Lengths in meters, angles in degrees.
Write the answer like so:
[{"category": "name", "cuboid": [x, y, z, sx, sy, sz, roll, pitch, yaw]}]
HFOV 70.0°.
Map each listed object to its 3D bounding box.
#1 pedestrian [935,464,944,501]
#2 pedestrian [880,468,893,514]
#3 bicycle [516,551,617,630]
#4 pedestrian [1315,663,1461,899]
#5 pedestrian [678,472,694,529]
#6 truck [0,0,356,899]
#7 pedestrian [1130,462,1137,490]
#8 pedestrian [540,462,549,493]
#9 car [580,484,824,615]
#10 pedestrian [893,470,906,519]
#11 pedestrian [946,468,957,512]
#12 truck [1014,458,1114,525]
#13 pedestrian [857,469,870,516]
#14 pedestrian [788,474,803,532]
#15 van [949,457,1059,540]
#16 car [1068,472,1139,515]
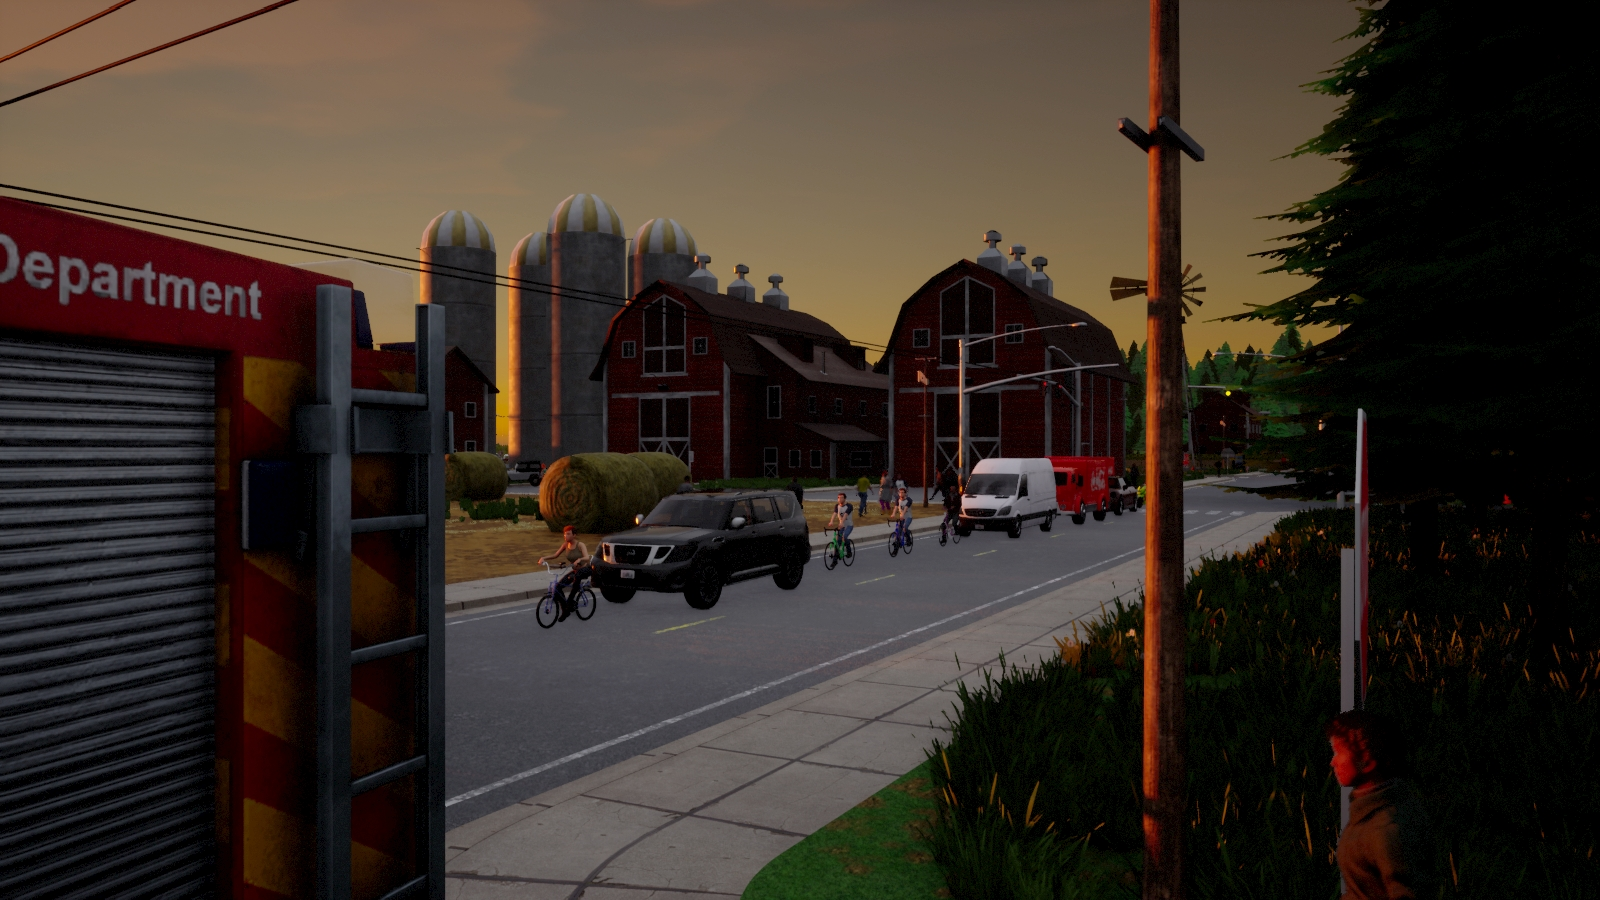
[{"category": "pedestrian", "cuboid": [7.144, 1.670, 58.421, 0.375, 1.860, 0.375, 0, 0, 23]}, {"category": "pedestrian", "cuboid": [3.535, 1.676, 46.603, 0.375, 1.860, 0.375, 0, 0, 34]}, {"category": "bicycle", "cuboid": [-3.780, 2.256, 18.561, 0.859, 1.080, 1.487, 0, 0, 28]}, {"category": "pedestrian", "cuboid": [1.890, 1.663, 3.668, 0.375, 1.860, 0.375, 0, 0, 34]}, {"category": "pedestrian", "cuboid": [-3.797, 1.679, 38.071, 0.375, 1.860, 0.375, 0, 0, 31]}, {"category": "truck", "cuboid": [-5.949, 0.867, 3.830, 8.468, 3.827, 2.891, 0, 0, 19]}, {"category": "pedestrian", "cuboid": [21.881, 1.696, 74.917, 0.375, 1.860, 0.375, 0, 0, 29]}, {"category": "pedestrian", "cuboid": [-15.329, 1.670, 68.628, 0.375, 1.860, 0.375, 0, 0, 23]}, {"category": "car", "cuboid": [-1.714, 1.779, 22.410, 2.150, 2.045, 5.566, 0, 0, 27]}, {"category": "pedestrian", "cuboid": [3.813, 1.691, 43.610, 0.375, 1.860, 0.375, 0, 0, 31]}, {"category": "pedestrian", "cuboid": [6.469, 1.689, 48.744, 0.375, 1.860, 0.375, 0, 0, 26]}, {"category": "truck", "cuboid": [10.542, 1.568, 45.365, 2.627, 2.467, 5.204, 0, 0, 28]}, {"category": "pedestrian", "cuboid": [2.524, 1.678, 45.353, 0.375, 1.860, 0.375, 0, 0, 43]}, {"category": "pedestrian", "cuboid": [-0.144, 1.688, 36.587, 0.375, 1.860, 0.375, 0, 0, 14]}, {"category": "van", "cuboid": [7.057, 1.534, 38.936, 1.988, 2.561, 5.915, 0, 0, 28]}, {"category": "car", "cuboid": [13.639, 1.903, 51.214, 2.097, 1.767, 4.553, 0, 0, 28]}]
